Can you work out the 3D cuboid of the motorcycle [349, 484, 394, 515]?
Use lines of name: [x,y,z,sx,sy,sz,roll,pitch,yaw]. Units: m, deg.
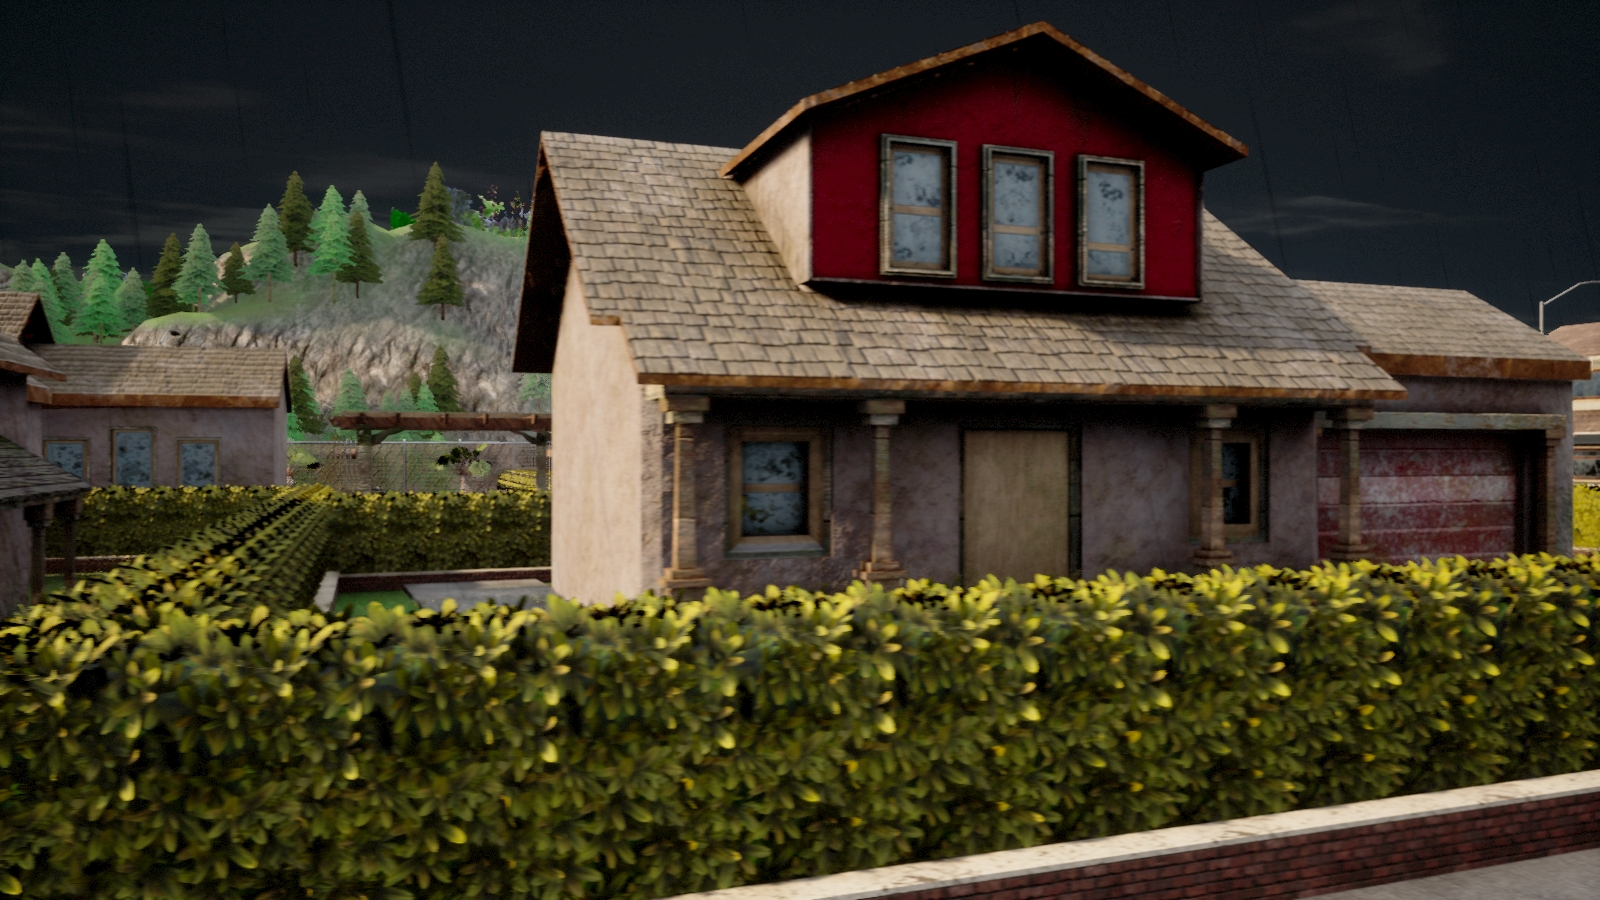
motorcycle: [-18.664,2.142,49.763,1.805,1.316,0.856,0,0,-20]
